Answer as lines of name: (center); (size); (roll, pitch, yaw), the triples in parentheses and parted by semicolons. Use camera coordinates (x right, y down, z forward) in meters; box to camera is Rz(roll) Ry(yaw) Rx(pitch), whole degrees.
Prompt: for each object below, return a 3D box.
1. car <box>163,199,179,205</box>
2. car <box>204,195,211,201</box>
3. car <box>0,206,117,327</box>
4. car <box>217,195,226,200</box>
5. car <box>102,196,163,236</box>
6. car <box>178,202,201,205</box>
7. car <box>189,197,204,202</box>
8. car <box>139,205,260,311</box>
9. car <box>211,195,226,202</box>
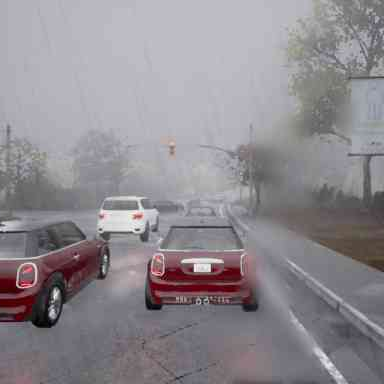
car: (-3.141, 1.506, 36.935); (4.892, 1.490, 1.837); (0, 3, -39)
car: (4.122, 1.478, 85.698); (1.882, 1.535, 5.008); (0, 0, 10)
car: (-3.293, 1.352, 7.202); (2.097, 1.767, 4.553); (0, 0, 1)
car: (7.661, 1.392, 85.628); (1.812, 1.442, 4.674); (0, 0, 10)
car: (-3.052, 1.221, 16.879); (2.150, 2.045, 5.566); (0, 0, 2)
car: (0.466, 1.491, 17.156); (2.128, 1.511, 4.902); (0, 0, 2)
car: (0.527, 1.547, 61.175); (2.033, 1.411, 5.357); (0, 0, 7)
car: (0.216, 1.352, 7.949); (2.097, 1.767, 4.553); (0, 0, 1)
car: (5.973, 1.590, 75.535); (1.895, 1.301, 4.718); (0, 0, 9)
